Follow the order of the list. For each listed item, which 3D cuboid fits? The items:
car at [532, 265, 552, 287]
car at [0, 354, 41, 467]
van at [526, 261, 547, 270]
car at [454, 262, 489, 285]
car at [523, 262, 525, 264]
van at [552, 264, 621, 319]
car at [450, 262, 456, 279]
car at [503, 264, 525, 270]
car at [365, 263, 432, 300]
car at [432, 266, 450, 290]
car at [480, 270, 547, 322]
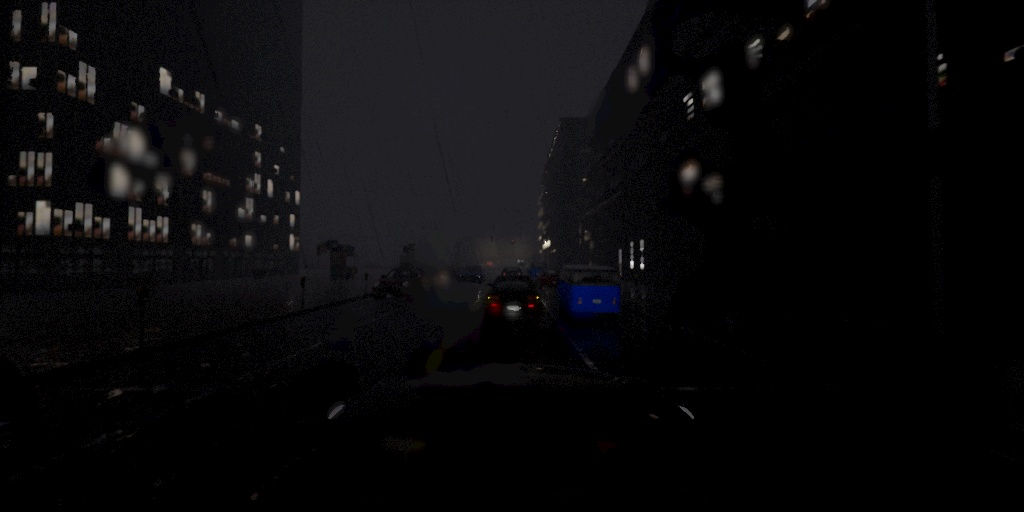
[{"bbox_3d":[2.612,1.518,24.376,1.888,1.381,4.507,0,0,0],"label":"car"},{"bbox_3d":[-5.690,1.191,1.730,1.967,1.591,4.097,0,0,0],"label":"car"},{"bbox_3d":[2.571,1.419,35.667,1.690,1.789,3.998,0,0,0],"label":"van"},{"bbox_3d":[-3.197,1.496,29.142,1.882,1.535,5.008,0,-1,0],"label":"car"},{"bbox_3d":[2.550,1.695,41.313,1.948,1.339,4.313,0,0,0],"label":"car"},{"bbox_3d":[2.653,1.204,13.082,1.690,1.789,3.998,0,0,0],"label":"van"},{"bbox_3d":[-5.777,1.624,35.604,1.888,1.381,4.507,0,0,0],"label":"car"},{"bbox_3d":[-0.015,1.657,33.231,1.895,1.301,4.718,0,-1,0],"label":"car"},{"bbox_3d":[-5.721,1.359,18.667,1.967,1.591,4.097,0,0,0],"label":"car"},{"bbox_3d":[-5.736,1.413,24.313,1.967,1.591,4.097,0,0,0],"label":"car"},{"bbox_3d":[0.043,1.386,12.794,1.812,1.442,4.674,0,0,0],"label":"car"}]
